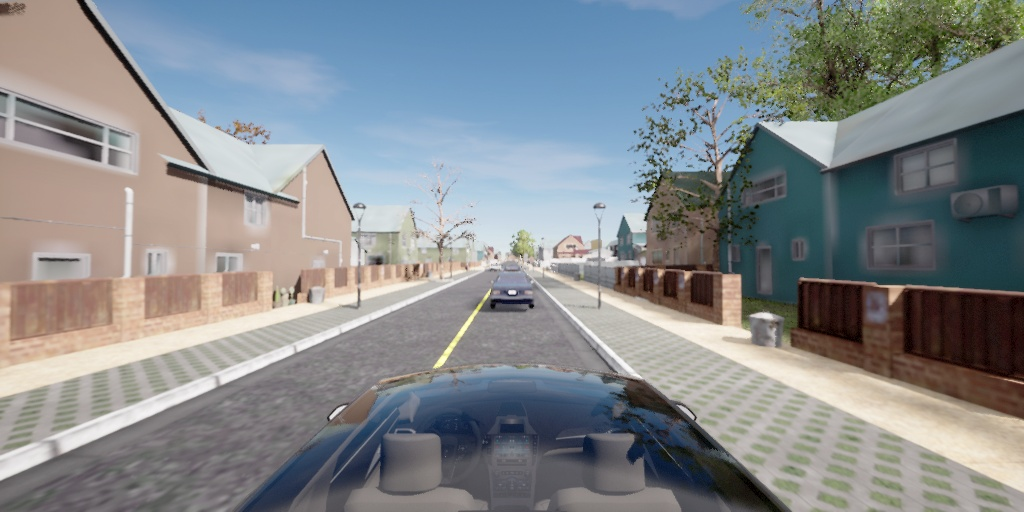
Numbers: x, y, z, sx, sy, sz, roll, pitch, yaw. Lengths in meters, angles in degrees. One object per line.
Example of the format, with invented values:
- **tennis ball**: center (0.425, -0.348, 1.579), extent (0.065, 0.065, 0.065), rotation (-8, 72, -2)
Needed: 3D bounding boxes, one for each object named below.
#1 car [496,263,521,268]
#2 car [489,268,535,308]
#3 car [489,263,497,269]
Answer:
- **car**: center (0.023, 1.513, 31.151), extent (2.128, 1.511, 4.902), rotation (0, 0, 0)
- **car**: center (0.011, 1.429, 15.855), extent (2.033, 1.411, 5.357), rotation (0, 0, 0)
- **car**: center (-2.713, 1.860, 58.501), extent (1.895, 1.301, 4.718), rotation (0, -1, 0)
